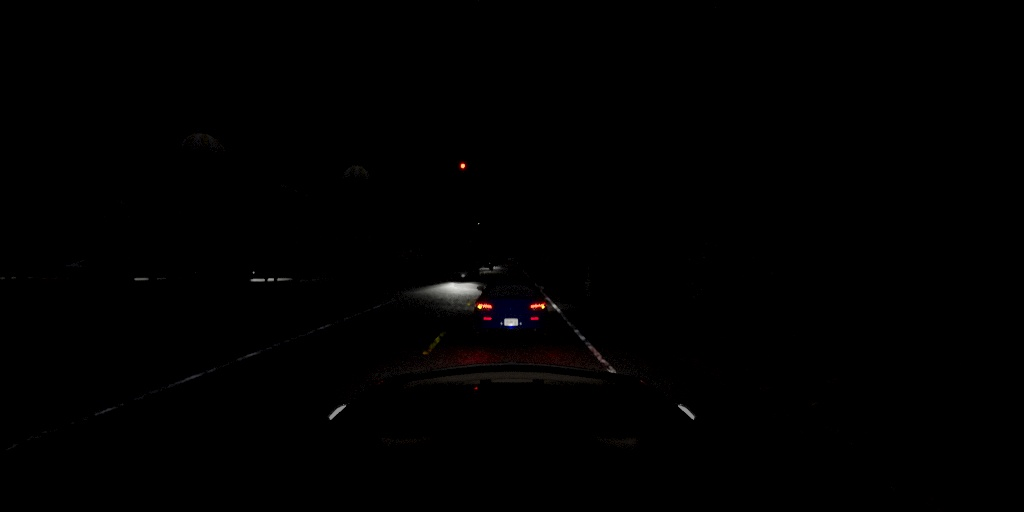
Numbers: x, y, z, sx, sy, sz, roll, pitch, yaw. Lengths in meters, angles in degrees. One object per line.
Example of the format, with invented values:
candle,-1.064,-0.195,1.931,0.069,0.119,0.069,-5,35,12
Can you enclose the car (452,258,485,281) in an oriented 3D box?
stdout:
car,-3.700,1.212,29.611,2.128,1.511,4.902,0,0,0

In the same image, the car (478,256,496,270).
car,-3.787,0.959,49.859,2.150,2.045,5.566,0,1,0

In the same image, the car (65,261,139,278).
car,-32.376,1.002,28.303,4.674,1.442,1.812,0,0,-1

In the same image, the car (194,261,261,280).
car,-22.454,1.134,28.396,4.181,1.385,1.994,1,0,0

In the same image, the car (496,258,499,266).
car,-3.798,1.328,65.338,1.895,1.301,4.718,0,0,0

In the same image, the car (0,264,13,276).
car,-42.624,0.856,28.215,5.008,1.535,1.882,1,0,-1

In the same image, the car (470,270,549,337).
car,-0.029,1.279,10.130,1.812,1.442,4.674,0,0,0
